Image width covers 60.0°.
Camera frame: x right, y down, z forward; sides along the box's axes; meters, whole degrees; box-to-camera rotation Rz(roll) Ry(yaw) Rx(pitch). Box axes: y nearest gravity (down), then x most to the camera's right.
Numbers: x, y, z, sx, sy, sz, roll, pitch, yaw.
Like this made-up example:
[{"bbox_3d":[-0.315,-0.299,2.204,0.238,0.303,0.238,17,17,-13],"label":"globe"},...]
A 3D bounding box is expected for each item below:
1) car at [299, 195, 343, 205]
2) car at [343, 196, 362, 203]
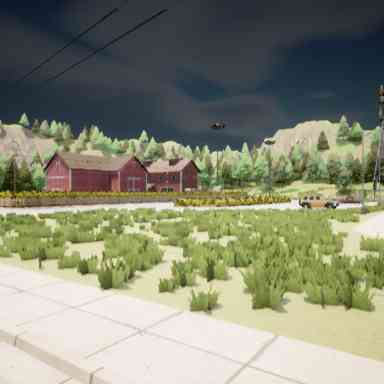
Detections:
[{"bbox_3d":[15.627,1.262,40.952,4.605,1.855,1.932,0,0,35],"label":"car"},{"bbox_3d":[28.372,1.475,59.471,3.905,1.438,1.784,0,0,35],"label":"car"}]
